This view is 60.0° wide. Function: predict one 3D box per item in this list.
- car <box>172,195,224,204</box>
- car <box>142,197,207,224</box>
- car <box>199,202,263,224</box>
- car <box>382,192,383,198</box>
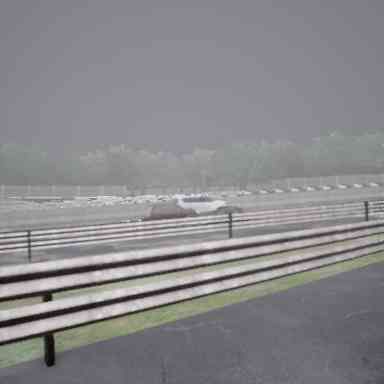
[{"bbox_3d":[0.626,1.289,30.762,5.566,2.045,2.150,-3,2,-21],"label":"car"},{"bbox_3d":[-1.580,1.653,26.199,4.553,1.767,2.097,-3,2,-21],"label":"car"},{"bbox_3d":[3.062,1.695,24.203,4.181,1.385,1.994,-3,2,-21],"label":"car"},{"bbox_3d":[24.992,0.207,39.895,4.674,1.442,1.812,-3,2,-21],"label":"car"}]
